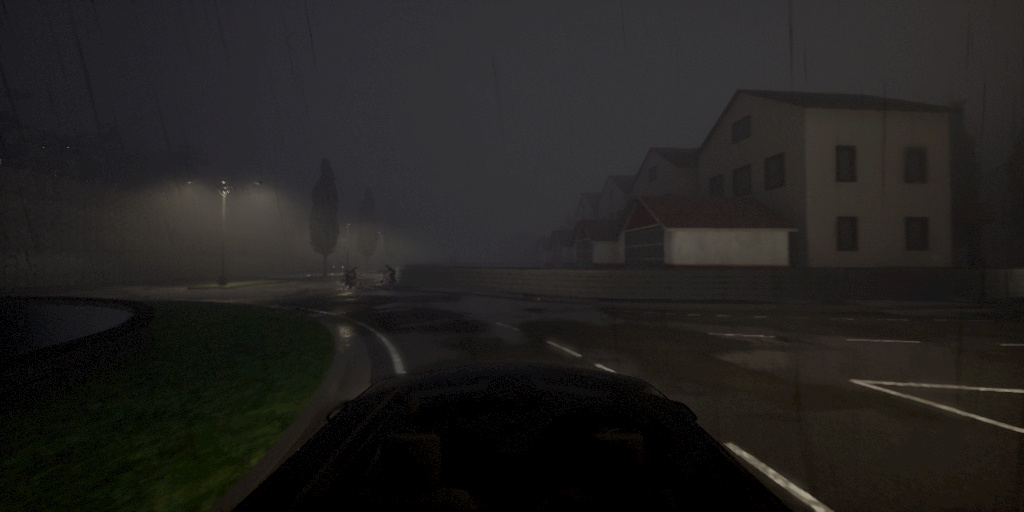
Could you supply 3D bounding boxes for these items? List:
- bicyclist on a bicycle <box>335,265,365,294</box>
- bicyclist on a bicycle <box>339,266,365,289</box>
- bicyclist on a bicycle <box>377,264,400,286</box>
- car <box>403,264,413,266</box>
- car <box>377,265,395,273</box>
[{"bbox_3d":[-13.362,1.931,29.625,0.582,1.620,1.656,-2,42,31],"label":"bicyclist on a bicycle"},{"bbox_3d":[-11.464,1.575,25.945,1.656,1.620,0.582,1,-1,-40],"label":"bicyclist on a bicycle"},{"bbox_3d":[-9.166,1.423,26.674,1.656,1.620,0.582,0,-1,-21],"label":"bicyclist on a bicycle"},{"bbox_3d":[-17.640,2.135,60.955,1.812,1.442,4.674,0,-1,-4],"label":"car"},{"bbox_3d":[-21.094,2.163,60.148,2.033,1.411,5.357,0,-1,-4],"label":"car"}]
